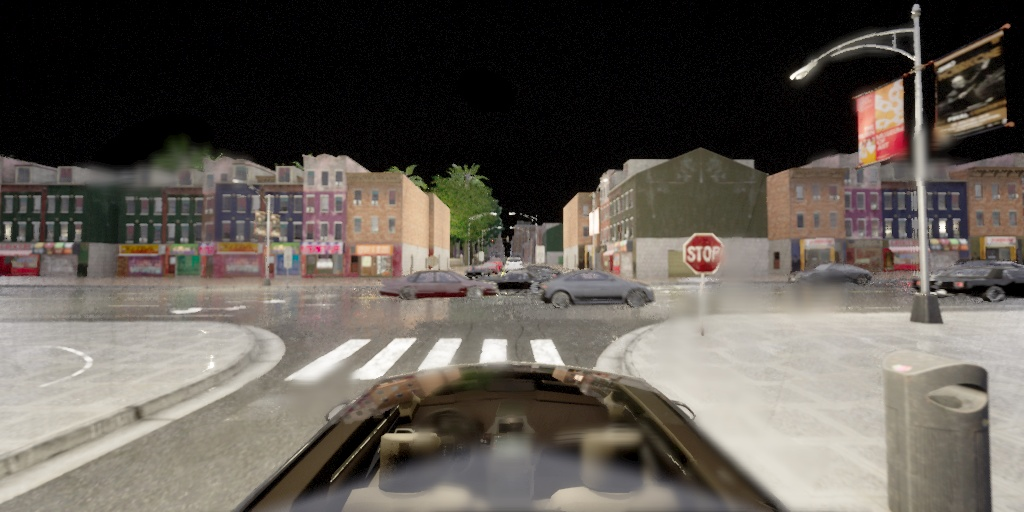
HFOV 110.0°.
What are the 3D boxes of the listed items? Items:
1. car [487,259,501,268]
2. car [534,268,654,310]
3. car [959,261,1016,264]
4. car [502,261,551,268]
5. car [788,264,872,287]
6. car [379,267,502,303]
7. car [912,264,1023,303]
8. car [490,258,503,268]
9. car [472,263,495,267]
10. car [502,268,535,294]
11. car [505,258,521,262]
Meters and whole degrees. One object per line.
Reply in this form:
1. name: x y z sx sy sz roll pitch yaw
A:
1. car: -2.627 1.492 43.218 1.882 1.535 5.008 0 0 0
2. car: 3.097 1.227 13.546 4.181 1.385 1.994 -1 -2 -1
3. car: 26.788 1.050 20.510 4.902 1.511 2.128 -1 -2 -1
4. car: 1.671 1.472 26.740 1.837 1.490 4.892 -3 3 -39
5. car: 20.959 1.257 23.681 4.674 1.442 1.812 -1 -2 -1
6. car: -3.312 1.372 16.722 5.357 1.411 2.033 0 -2 -1
7. car: 18.599 1.072 13.715 4.718 1.301 1.895 -1 -2 -1
8. car: -2.620 1.318 56.338 2.150 2.045 5.566 0 0 0
9. car: -2.960 1.547 31.981 1.895 1.301 4.718 0 0 5
10. car: -0.010 1.484 20.193 4.718 1.301 1.895 0 -1 -1
11. car: 0.283 1.262 47.526 2.150 2.045 5.566 0 0 0
